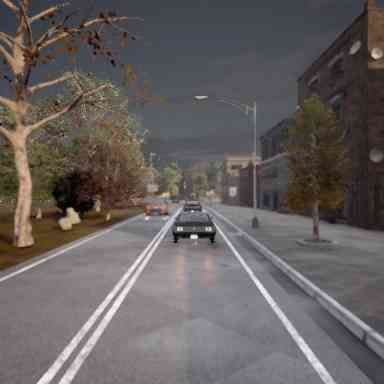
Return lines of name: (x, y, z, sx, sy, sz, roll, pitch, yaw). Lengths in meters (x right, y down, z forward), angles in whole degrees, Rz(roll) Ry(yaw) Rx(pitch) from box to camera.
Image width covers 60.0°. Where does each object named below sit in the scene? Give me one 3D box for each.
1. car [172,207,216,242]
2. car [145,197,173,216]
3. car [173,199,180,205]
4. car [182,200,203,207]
car: (0.091, 1.603, 16.261, 1.895, 1.301, 4.718, 0, 0, 0)
car: (-3.390, 1.442, 33.295, 2.097, 1.767, 4.553, 0, 0, 0)
car: (-3.499, 2.228, 73.612, 2.033, 1.411, 5.357, 0, -1, 0)
car: (0.050, 1.602, 34.135, 1.837, 1.490, 4.892, 0, -1, 0)
